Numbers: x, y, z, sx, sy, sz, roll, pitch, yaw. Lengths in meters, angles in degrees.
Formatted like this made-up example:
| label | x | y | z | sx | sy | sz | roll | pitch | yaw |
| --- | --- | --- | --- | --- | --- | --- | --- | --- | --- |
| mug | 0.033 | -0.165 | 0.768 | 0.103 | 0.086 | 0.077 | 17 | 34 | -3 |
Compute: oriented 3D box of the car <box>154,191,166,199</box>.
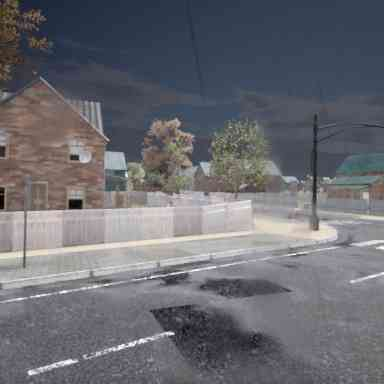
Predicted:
| label | x | y | z | sx | sy | sz | roll | pitch | yaw |
| --- | --- | --- | --- | --- | --- | --- | --- | --- | --- |
| car | -6.195 | 0.639 | 61.715 | 1.812 | 1.442 | 4.674 | 1 | 1 | -20 |
